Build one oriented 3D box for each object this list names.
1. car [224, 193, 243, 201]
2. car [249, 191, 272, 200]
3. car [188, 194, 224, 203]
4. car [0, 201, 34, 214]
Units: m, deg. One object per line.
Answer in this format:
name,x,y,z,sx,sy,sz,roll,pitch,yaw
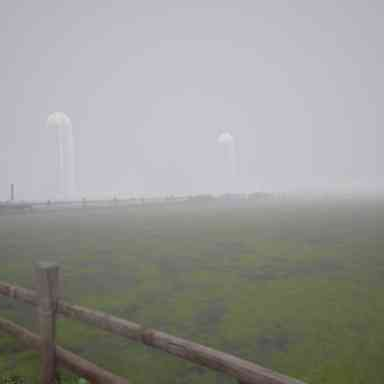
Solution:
car,6.500,0.867,58.010,5.357,1.411,2.033,-2,0,-40
car,12.243,0.651,59.201,4.892,1.490,1.837,-2,0,-40
car,1.835,0.980,50.550,5.357,1.411,2.033,-2,0,-39
car,-18.667,1.604,33.553,4.718,1.301,1.895,-2,0,-40
